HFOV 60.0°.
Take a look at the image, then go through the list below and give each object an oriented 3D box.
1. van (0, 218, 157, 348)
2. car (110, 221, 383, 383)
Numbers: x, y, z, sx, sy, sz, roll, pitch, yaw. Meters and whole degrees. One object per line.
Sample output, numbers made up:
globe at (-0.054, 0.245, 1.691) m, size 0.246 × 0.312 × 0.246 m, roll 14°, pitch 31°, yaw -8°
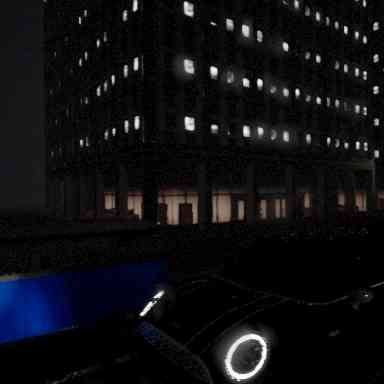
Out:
van at (-2.277, 1.338, 4.950) m, size 3.998 × 1.788 × 1.690 m, roll 0°, pitch 0°, yaw -36°
car at (1.511, 1.341, 4.459) m, size 4.553 × 1.767 × 2.097 m, roll 0°, pitch 0°, yaw -36°
